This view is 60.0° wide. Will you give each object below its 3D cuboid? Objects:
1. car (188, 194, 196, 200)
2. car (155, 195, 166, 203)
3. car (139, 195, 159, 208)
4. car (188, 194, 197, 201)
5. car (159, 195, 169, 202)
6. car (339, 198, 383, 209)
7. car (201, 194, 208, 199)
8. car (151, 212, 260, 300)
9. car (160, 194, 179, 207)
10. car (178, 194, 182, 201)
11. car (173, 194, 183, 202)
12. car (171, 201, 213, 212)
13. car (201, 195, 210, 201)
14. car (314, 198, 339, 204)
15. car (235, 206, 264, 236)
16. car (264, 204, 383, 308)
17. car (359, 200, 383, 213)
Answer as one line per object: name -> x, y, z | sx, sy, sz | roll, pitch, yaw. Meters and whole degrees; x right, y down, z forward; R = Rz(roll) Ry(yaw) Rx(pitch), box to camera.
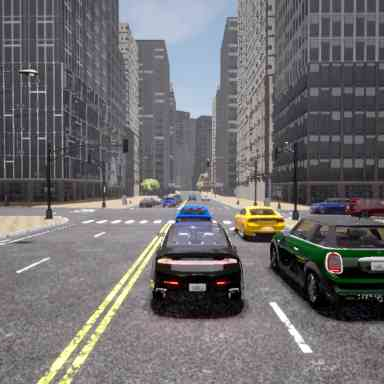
car -> 0.075, 1.267, 90.673 | 2.128, 1.511, 4.902 | 0, 0, 0
car -> -6.453, 1.448, 68.088 | 1.837, 1.490, 4.892 | 0, 0, 0
car -> -6.545, 1.513, 49.135 | 2.033, 1.411, 5.357 | 0, 0, 0
car -> 0.067, 1.273, 80.641 | 2.097, 1.767, 4.553 | 0, 0, 0
car -> -6.437, 1.482, 78.022 | 1.994, 1.385, 4.181 | 0, 0, 0
car -> 16.225, 1.519, 29.452 | 5.009, 1.841, 2.192 | 1, 0, 1
car -> 3.325, 1.337, 90.700 | 1.895, 1.301, 4.718 | 0, 0, 0
car -> 0.105, 1.488, 8.364 | 2.128, 1.511, 4.902 | 0, 0, 0
car -> -3.299, 1.491, 49.564 | 1.812, 1.442, 4.674 | 0, 0, 0
car -> -3.277, 1.519, 58.309 | 1.994, 1.385, 4.181 | 0, 0, 1
car -> -3.187, 1.286, 77.187 | 2.097, 1.767, 4.553 | 0, 0, 0
car -> 0.118, 1.468, 17.868 | 1.882, 1.535, 5.008 | 0, 0, 1
car -> 3.317, 1.513, 80.698 | 1.895, 1.301, 4.718 | 0, 0, 0
car -> 14.913, 1.450, 35.256 | 4.553, 1.767, 2.097 | 1, 1, 1
car -> 3.363, 1.469, 17.256 | 1.882, 1.535, 5.008 | 0, 0, 0
car -> 3.356, 1.348, 8.076 | 2.097, 1.767, 4.553 | 0, 0, 0
car -> 21.841, 1.642, 37.734 | 4.829, 1.417, 1.752 | 1, 0, 1
